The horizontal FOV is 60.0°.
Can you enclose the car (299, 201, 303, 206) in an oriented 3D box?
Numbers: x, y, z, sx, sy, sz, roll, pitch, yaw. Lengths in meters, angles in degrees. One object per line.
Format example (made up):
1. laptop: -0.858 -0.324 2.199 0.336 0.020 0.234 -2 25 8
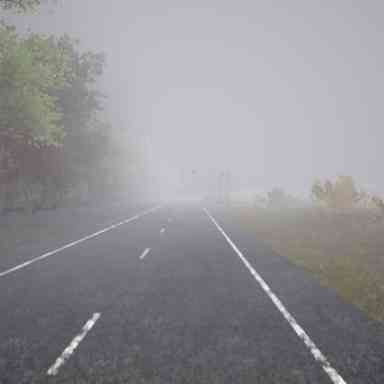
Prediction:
1. car: 18.317 1.818 62.271 4.892 1.490 1.837 1 -1 0
